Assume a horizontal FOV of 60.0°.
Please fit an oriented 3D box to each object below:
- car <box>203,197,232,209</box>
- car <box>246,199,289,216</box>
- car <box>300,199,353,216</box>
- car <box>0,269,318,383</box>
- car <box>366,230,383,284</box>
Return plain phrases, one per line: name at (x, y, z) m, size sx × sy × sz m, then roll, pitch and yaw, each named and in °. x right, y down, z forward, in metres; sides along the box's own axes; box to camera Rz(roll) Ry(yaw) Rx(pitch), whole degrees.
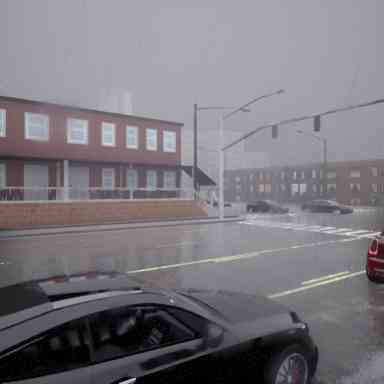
car at (3.389, 1.477, 45.408) m, size 1.882 × 1.535 × 5.008 m, roll 0°, pitch 0°, yaw -35°
car at (7.473, 1.505, 33.221) m, size 1.837 × 1.490 × 4.892 m, roll 0°, pitch 0°, yaw -32°
car at (13.153, 1.506, 32.687) m, size 1.837 × 1.490 × 4.892 m, roll -1°, pitch 0°, yaw -44°
car at (-0.770, 1.526, 3.205) m, size 4.674 × 1.442 × 1.812 m, roll 0°, pitch 0°, yaw -35°
car at (6.428, 1.352, 8.392) m, size 4.553 × 1.767 × 2.097 m, roll 0°, pitch 0°, yaw -35°
